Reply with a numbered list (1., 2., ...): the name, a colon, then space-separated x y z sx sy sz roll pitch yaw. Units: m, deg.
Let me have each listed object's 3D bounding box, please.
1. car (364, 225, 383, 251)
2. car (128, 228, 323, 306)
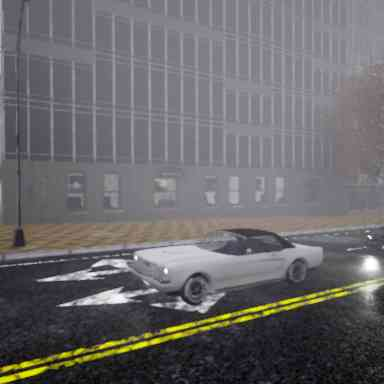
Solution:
1. car: 9.189 1.621 13.237 5.357 1.411 2.033 1 0 -32
2. car: 0.936 1.589 8.060 4.718 1.301 1.895 1 0 -32
